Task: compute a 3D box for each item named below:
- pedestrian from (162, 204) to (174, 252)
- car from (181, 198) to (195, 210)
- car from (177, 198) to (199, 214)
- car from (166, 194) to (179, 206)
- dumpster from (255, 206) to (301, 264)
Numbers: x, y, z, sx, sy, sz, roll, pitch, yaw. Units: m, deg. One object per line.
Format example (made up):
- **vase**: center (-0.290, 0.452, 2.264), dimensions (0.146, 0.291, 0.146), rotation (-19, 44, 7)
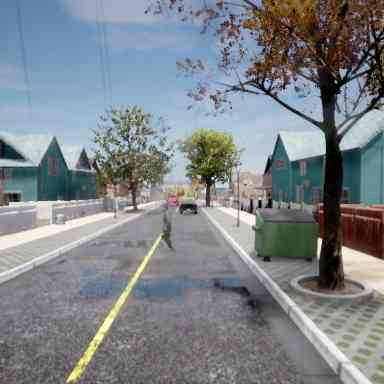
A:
- **pedestrian**: center (-0.914, 1.298, 12.401), dimensions (0.375, 1.860, 0.375), rotation (-2, 2, -2)
- **car**: center (-0.513, 1.603, 46.626), dimensions (1.882, 1.535, 5.008), rotation (0, 0, -1)
- **car**: center (-0.354, 1.570, 35.745), dimensions (1.837, 1.490, 4.892), rotation (0, -1, -1)
- **car**: center (-3.548, 1.454, 61.102), dimensions (2.150, 2.045, 5.566), rotation (0, -1, 0)
- **dumpster**: center (2.892, 1.399, 11.490), dimensions (1.020, 1.700, 1.940), rotation (2, 2, -1)
